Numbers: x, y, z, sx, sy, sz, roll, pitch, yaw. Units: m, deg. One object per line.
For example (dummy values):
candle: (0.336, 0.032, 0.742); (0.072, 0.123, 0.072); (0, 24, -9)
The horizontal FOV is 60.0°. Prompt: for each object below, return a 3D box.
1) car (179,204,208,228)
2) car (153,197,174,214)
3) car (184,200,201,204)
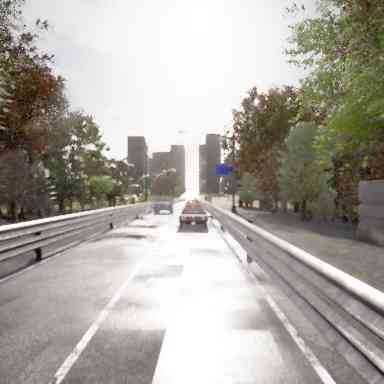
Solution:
car: (0.091, 1.731, 23.379); (1.895, 1.301, 4.718); (0, -1, 0)
car: (-3.334, 1.586, 40.337); (2.150, 2.045, 5.566); (0, -1, 0)
car: (0.103, 1.748, 42.203); (2.097, 1.767, 4.553); (0, -1, 0)
